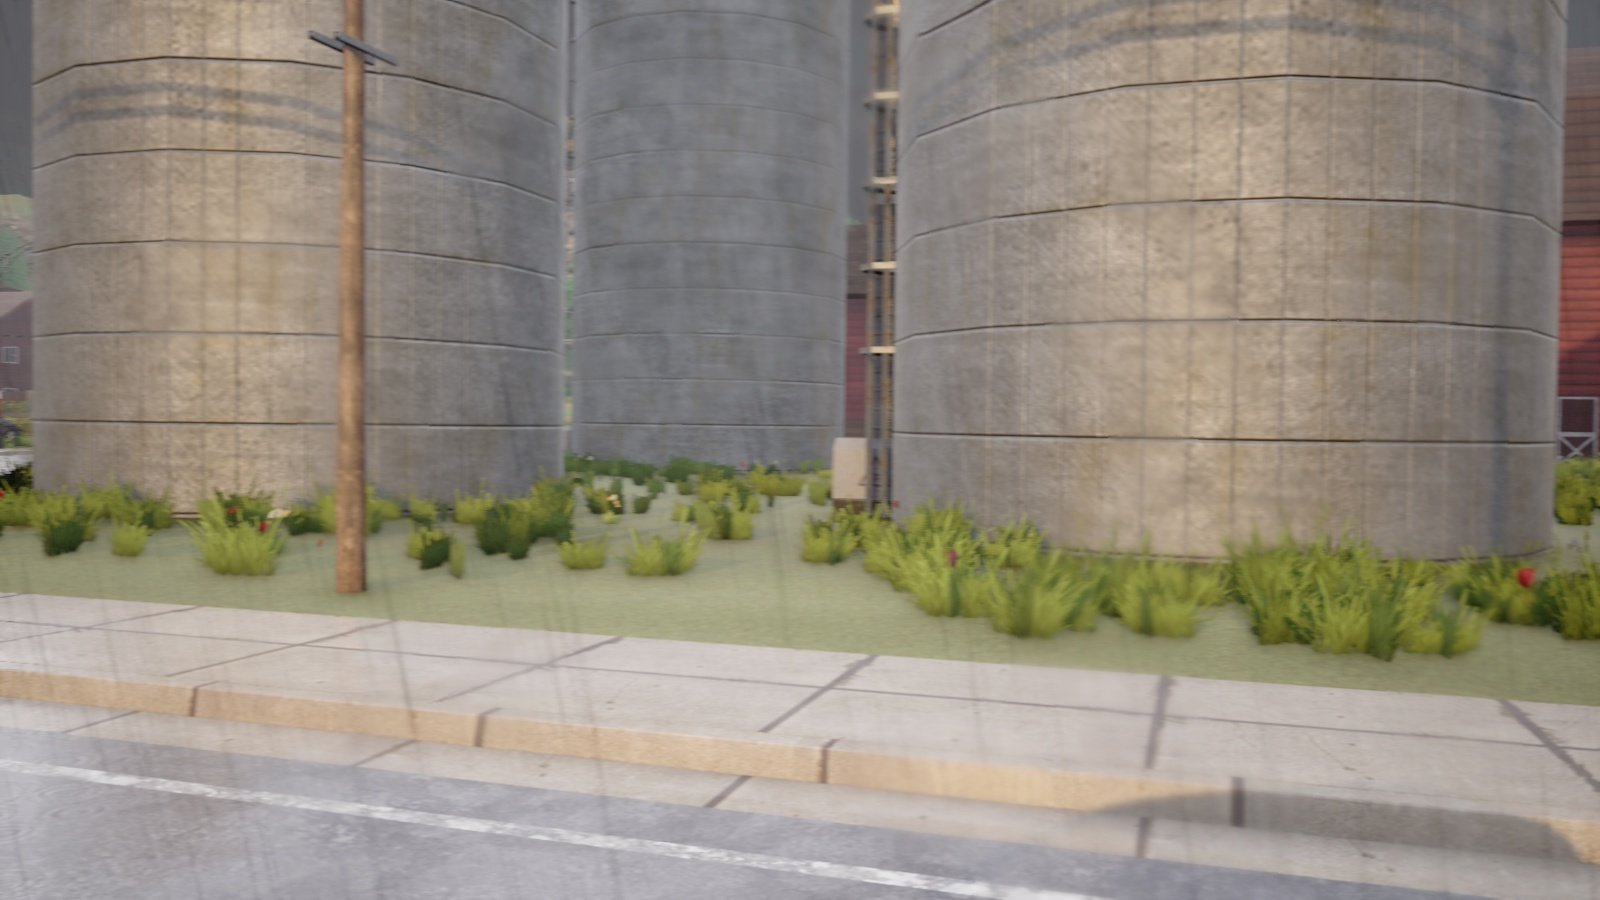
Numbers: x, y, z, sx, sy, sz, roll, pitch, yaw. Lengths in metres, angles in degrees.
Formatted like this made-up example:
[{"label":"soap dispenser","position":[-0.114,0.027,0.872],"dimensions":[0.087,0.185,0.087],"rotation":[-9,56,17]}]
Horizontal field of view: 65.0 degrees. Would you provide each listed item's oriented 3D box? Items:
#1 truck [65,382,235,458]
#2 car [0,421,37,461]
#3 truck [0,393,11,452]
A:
[{"label":"truck","position":[-34.821,-1.608,67.746],"dimensions":[2.891,3.827,8.468],"rotation":[0,1,18]},{"label":"car","position":[-37.999,-0.410,58.374],"dimensions":[1.905,1.878,3.866],"rotation":[0,1,25]},{"label":"truck","position":[-53.588,-1.671,77.404],"dimensions":[2.891,3.827,8.468],"rotation":[0,1,18]}]
